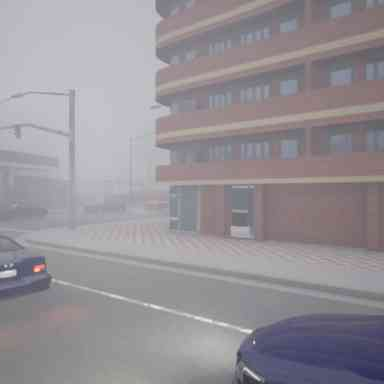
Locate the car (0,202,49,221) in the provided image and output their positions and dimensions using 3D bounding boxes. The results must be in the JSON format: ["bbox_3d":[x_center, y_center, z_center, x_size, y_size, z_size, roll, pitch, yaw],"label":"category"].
[{"bbox_3d":[-14.448,1.574,27.985,1.812,1.442,4.674,0,0,34],"label":"car"}]

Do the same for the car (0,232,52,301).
[{"bbox_3d":[-5.349,1.562,7.695,5.357,1.411,2.033,0,0,38],"label":"car"}]

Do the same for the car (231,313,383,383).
[{"bbox_3d":[2.507,1.528,2.204,4.674,1.442,1.812,0,0,35],"label":"car"}]

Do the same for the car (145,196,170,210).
[{"bbox_3d":[-4.076,1.414,43.245,2.097,1.767,4.553,0,0,34],"label":"car"}]

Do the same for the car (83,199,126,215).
[{"bbox_3d":[-9.262,1.533,35.629,1.882,1.535,5.008,0,0,34],"label":"car"}]
